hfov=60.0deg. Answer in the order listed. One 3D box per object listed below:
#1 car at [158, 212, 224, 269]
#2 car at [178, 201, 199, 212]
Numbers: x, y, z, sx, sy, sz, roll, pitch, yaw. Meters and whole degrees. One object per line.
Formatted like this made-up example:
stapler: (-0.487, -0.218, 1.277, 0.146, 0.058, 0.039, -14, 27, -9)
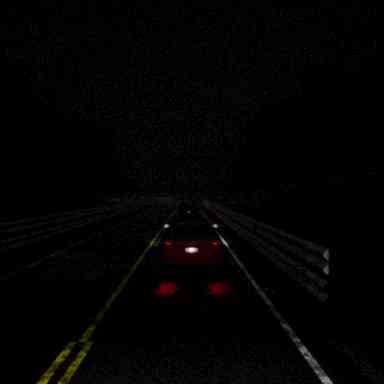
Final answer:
car: (-0.035, 1.594, 11.323, 1.994, 1.385, 4.181, 0, 0, -1)
car: (-0.302, 1.581, 32.291, 2.128, 1.511, 4.902, 0, 0, -1)
